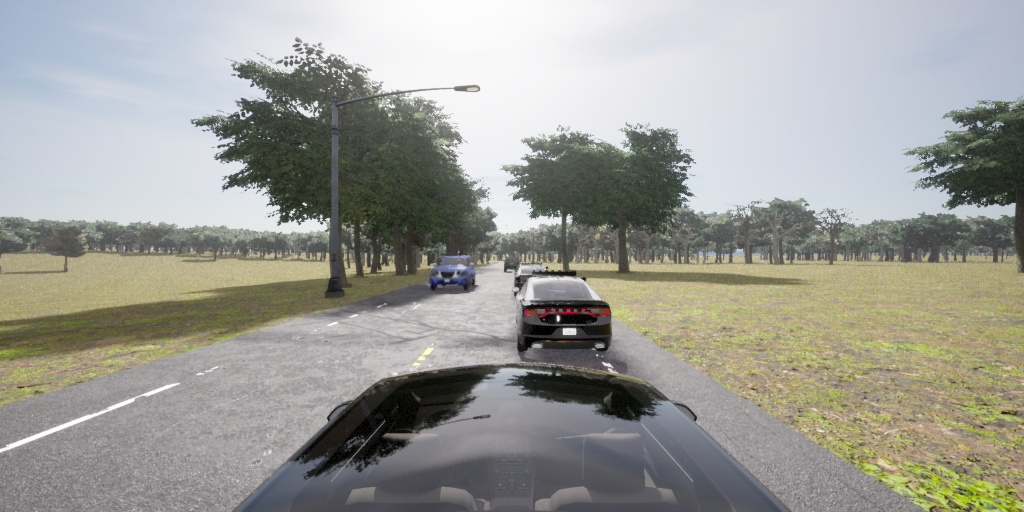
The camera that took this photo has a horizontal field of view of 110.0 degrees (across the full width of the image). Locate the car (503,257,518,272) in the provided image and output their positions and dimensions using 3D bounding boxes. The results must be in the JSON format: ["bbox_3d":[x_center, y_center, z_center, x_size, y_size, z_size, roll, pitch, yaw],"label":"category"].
[{"bbox_3d":[0.014,1.106,48.479,2.150,2.045,5.566,0,-1,0],"label":"car"}]

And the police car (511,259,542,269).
[{"bbox_3d":[1.043,1.173,19.119,1.930,1.638,5.238,0,0,0],"label":"police car"}]

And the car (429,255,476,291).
[{"bbox_3d":[-3.507,0.971,22.131,2.150,2.045,5.566,0,0,0],"label":"car"}]

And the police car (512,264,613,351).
[{"bbox_3d":[1.047,1.173,9.117,1.930,1.638,5.238,0,0,0],"label":"police car"}]
